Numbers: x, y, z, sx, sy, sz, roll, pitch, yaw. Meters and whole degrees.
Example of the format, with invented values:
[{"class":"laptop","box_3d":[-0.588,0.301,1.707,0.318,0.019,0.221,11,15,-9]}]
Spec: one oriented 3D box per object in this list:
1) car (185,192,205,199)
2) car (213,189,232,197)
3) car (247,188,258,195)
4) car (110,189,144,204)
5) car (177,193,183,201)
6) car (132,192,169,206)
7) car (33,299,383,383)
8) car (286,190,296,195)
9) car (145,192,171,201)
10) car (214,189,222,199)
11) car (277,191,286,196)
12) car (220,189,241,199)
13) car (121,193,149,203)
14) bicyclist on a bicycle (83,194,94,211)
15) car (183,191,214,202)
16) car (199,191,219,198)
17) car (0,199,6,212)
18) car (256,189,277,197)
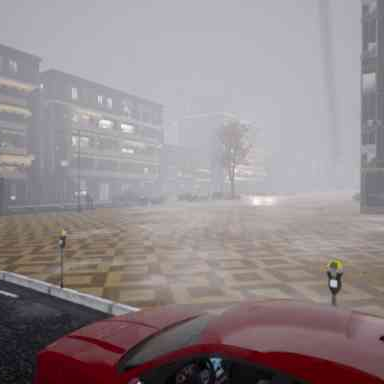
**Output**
[{"class":"car","box_3d":[0.578,0.632,66.309,1.947,1.339,4.313,2,2,35]},{"class":"car","box_3d":[6.932,0.209,75.452,2.192,1.841,5.009,2,2,35]},{"class":"car","box_3d":[16.458,-0.047,89.176,2.192,1.841,5.009,2,2,35]},{"class":"car","box_3d":[-9.109,0.633,47.814,2.150,2.045,5.566,1,1,35]},{"class":"car","box_3d":[-0.355,0.747,54.916,1.882,1.535,5.008,1,1,35]},{"class":"car","box_3d":[-5.240,1.037,43.230,2.008,1.369,4.403,2,2,35]},{"class":"car","box_3d":[0.603,1.544,2.435,4.507,1.381,1.887,0,0,36]},{"class":"car","box_3d":[26.516,0.064,88.977,1.967,1.590,4.097,2,2,35]},{"class":"car","box_3d":[-5.773,0.790,57.159,2.008,1.369,4.403,2,2,35]},{"class":"car","box_3d":[5.524,0.613,63.474,1.837,1.490,4.892,1,1,35]},{"class":"car","box_3d":[20.164,0.346,79.829,2.008,1.369,4.403,2,2,35]},{"class":"car","box_3d":[7.560,0.661,61.670,1.752,1.417,4.829,2,2,35]},{"class":"car","box_3d":[-8.948,0.892,52.584,1.947,1.339,4.313,2,2,35]},{"class":"bicyclist on a bicycle","box_3d":[-9.819,1.005,31.479,1.656,1.620,0.582,0,1,35]},{"class":"car","box_3d":[1.111,0.862,52.380,2.008,1.369,4.403,2,2,35]},{"class":"car","box_3d":[3.657,0.508,70.743,1.752,1.417,4.829,2,2,35]},{"class":"car","box_3d":[-20.392,1.078,31.558,2.097,1.767,4.553,1,1,37]},{"class":"car","box_3d":[16.989,0.431,75.256,2.008,1.369,4.403,2,2,35]}]
